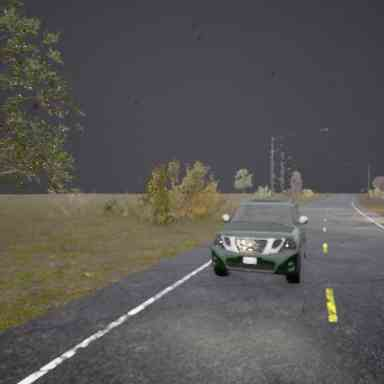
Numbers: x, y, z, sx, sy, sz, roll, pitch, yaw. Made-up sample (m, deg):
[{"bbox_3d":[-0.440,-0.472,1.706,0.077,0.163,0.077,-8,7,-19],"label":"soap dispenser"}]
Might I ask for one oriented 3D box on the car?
[{"bbox_3d":[2.342,1.247,10.321,2.150,2.045,5.566,0,0,21],"label":"car"}]
